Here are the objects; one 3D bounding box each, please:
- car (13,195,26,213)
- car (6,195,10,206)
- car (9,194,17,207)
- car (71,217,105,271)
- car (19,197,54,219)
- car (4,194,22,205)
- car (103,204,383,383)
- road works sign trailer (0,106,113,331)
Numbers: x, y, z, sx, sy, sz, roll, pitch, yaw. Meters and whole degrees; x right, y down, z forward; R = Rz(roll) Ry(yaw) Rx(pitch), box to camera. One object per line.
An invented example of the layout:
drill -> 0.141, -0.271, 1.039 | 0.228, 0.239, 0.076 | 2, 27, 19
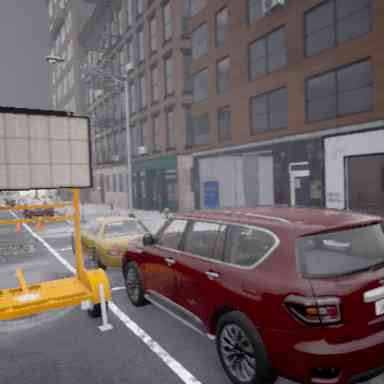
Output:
car -> -13.947, 1.182, 28.631 | 1.802, 1.307, 4.206 | -3, 2, -32
car -> -19.749, 1.066, 38.019 | 1.887, 1.381, 4.507 | -3, 2, -32
car -> -16.939, 1.084, 33.469 | 1.752, 1.417, 4.829 | -3, 2, -32
car -> -2.440, 1.293, 9.993 | 1.752, 1.417, 4.829 | -3, 2, -32
car -> -11.047, 1.223, 23.937 | 1.802, 1.307, 4.206 | -3, 2, -32
car -> -25.548, 1.011, 47.409 | 1.947, 1.339, 4.313 | -3, 2, -32
car -> 0.545, 1.127, 5.152 | 2.192, 1.841, 5.009 | -3, 2, -32
road works sign trailer -> -2.970, 0.374, 5.756 | 2.380, 3.560, 2.880 | -3, 2, -32
